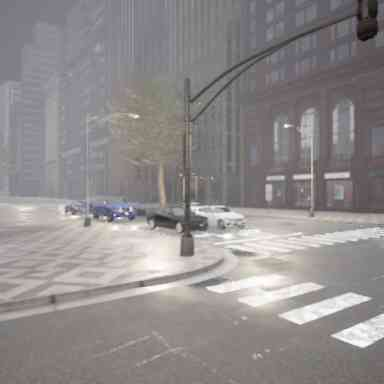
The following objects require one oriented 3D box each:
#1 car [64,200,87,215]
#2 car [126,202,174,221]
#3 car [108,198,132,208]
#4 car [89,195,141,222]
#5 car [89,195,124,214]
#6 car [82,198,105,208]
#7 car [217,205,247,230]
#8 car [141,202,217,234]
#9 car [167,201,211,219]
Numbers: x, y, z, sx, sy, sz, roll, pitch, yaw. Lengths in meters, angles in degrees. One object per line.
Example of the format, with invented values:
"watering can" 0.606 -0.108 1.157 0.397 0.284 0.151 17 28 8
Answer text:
"car" -12.796 1.703 37.115 1.812 1.442 4.674 0 0 -35
"car" -3.953 1.694 30.333 2.033 1.411 5.357 0 0 -35
"car" -11.343 1.686 52.042 1.882 1.535 5.008 0 0 -35
"car" -6.790 1.370 28.712 2.150 2.045 5.566 0 0 -36
"car" -10.120 1.398 38.970 2.150 2.045 5.566 0 0 -35
"car" -15.564 1.694 52.425 1.882 1.535 5.008 0 0 -35
"car" 1.691 1.646 22.441 1.812 1.442 4.674 0 0 -33
"car" -0.953 1.598 20.547 1.882 1.535 5.008 0 0 -37
"car" -0.353 1.669 31.259 1.812 1.442 4.674 0 0 -35
